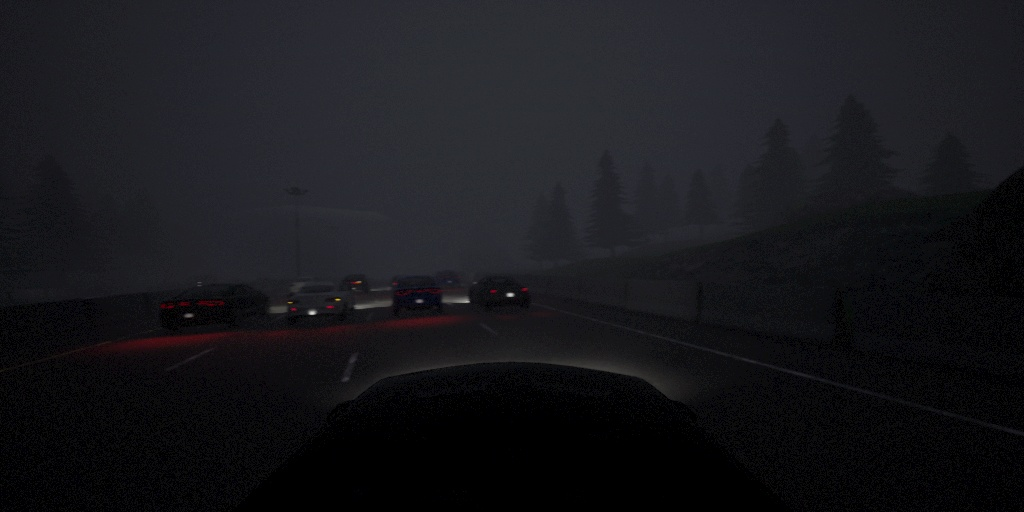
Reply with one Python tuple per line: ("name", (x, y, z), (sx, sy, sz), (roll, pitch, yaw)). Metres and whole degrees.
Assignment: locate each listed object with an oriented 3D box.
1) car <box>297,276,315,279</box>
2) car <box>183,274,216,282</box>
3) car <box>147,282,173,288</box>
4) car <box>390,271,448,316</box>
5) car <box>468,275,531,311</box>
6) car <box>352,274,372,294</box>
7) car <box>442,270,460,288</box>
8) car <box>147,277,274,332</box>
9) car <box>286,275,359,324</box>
("car", (-15.566, 2.271, 27.337), (1.812, 1.442, 4.674), (-2, -1, -18))
("car", (-40.865, 3.470, 47.128), (2.150, 2.045, 5.566), (-2, -2, -18))
("car", (-44.061, 3.924, 45.719), (1.895, 1.301, 4.718), (-2, -2, -18))
("car", (-4.209, 1.587, 15.661), (1.882, 1.535, 5.008), (-1, -1, -18))
("car", (-0.691, 1.570, 16.175), (1.994, 1.385, 4.181), (-1, -1, -18))
("car", (-12.030, 2.142, 27.784), (1.837, 1.490, 4.892), (-2, -1, -18))
("car", (-5.789, 1.983, 31.200), (1.882, 1.535, 5.008), (-2, -1, -18))
("car", (-10.885, 1.763, 13.560), (1.882, 1.535, 5.008), (-2, -1, -18))
("car", (-7.402, 1.710, 14.175), (1.812, 1.442, 4.674), (-1, -1, -18))
